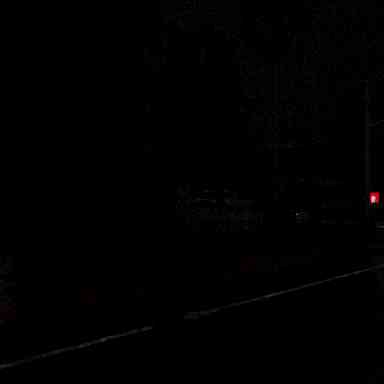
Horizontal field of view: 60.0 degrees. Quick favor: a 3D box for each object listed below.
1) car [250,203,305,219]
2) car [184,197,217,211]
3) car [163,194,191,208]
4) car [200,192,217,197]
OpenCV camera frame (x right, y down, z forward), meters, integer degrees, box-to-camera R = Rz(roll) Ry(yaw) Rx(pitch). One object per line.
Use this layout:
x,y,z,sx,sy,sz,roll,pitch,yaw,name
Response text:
7.460,1.616,29.243,1.895,1.301,4.718,0,0,-37,car
1.402,1.579,37.263,1.994,1.385,4.181,0,0,-37,car
-2.776,1.507,48.870,2.128,1.511,4.902,0,0,-38,car
5.002,1.113,92.341,1.932,1.855,4.605,0,0,-37,car
